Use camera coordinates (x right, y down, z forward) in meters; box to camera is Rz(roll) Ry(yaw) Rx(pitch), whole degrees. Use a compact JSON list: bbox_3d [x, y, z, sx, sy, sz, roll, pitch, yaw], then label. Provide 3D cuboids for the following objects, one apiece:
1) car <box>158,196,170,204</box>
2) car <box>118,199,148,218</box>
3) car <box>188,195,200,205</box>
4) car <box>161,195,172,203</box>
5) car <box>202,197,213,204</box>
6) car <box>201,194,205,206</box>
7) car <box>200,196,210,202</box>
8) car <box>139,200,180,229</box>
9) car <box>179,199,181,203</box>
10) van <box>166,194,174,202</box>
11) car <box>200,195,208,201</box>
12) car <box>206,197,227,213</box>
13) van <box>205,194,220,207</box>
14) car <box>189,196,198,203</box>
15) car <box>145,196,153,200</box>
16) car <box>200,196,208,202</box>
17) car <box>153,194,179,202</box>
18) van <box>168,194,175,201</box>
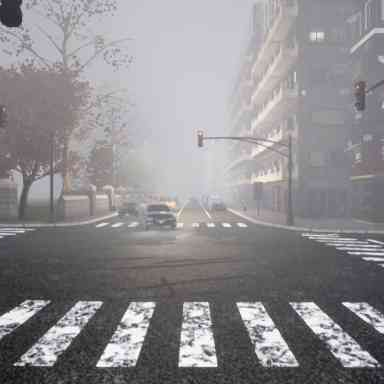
[{"bbox_3d":[-5.453,1.497,64.644,1.967,1.590,4.097,0,0,0],"label":"car"},{"bbox_3d":[-5.575,1.579,30.862,1.947,1.339,4.313,0,0,0],"label":"car"},{"bbox_3d":[0.326,1.615,61.172,1.994,1.385,4.181,0,0,0],"label":"car"},{"bbox_3d":[-5.432,1.507,70.273,1.967,1.590,4.097,0,0,0],"label":"car"},{"bbox_3d":[2.927,1.602,64.612,1.887,1.381,4.507,0,0,0],"label":"car"},{"bbox_3d":[2.887,1.479,53.352,1.967,1.590,4.097,0,0,0],"label":"car"},{"bbox_3d":[2.968,1.628,75.873,2.008,1.369,4.403,0,0,0],"label":"car"},{"bbox_3d":[-2.252,1.513,21.658,1.837,1.490,4.892,-1,0,-11],"label":"car"},{"bbox_3d":[-2.880,1.547,54.863,1.837,1.490,4.892,0,0,0],"label":"car"},{"bbox_3d":[-5.392,1.431,81.534,1.690,1.788,3.998,0,0,0],"label":"van"},{"bbox_3d":[3.009,1.543,87.132,1.967,1.590,4.097,0,0,0],"label":"car"},{"bbox_3d":[2.825,1.563,36.461,1.887,1.381,4.507,0,0,0],"label":"car"},{"bbox_3d":[2.846,1.365,42.092,1.690,1.788,3.998,0,0,0],"label":"van"},{"bbox_3d":[0.326,1.594,71.156,1.812,1.442,4.674,0,0,0],"label":"car"},{"bbox_3d":[-5.535,1.549,41.953,1.752,1.417,4.829,0,0,0],"label":"car"},{"bbox_3d":[2.988,1.634,81.503,1.887,1.381,4.507,0,0,0],"label":"car"},{"bbox_3d":[-2.959,1.372,38.517,2.097,1.767,4.553,0,0,0],"label":"car"},{"bbox_3d":[-5.371,1.444,87.163,1.690,1.788,3.998,0,0,0],"label":"van"}]
